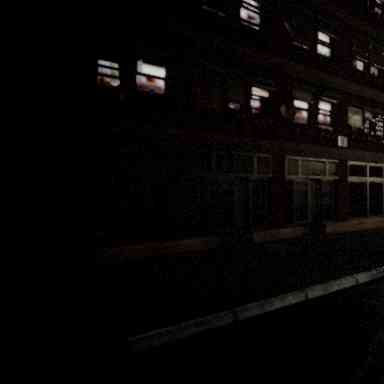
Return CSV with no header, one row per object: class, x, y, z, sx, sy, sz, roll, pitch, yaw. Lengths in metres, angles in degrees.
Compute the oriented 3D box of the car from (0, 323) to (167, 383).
car,-2.035,1.566,1.612,4.181,1.385,1.994,0,0,-36
